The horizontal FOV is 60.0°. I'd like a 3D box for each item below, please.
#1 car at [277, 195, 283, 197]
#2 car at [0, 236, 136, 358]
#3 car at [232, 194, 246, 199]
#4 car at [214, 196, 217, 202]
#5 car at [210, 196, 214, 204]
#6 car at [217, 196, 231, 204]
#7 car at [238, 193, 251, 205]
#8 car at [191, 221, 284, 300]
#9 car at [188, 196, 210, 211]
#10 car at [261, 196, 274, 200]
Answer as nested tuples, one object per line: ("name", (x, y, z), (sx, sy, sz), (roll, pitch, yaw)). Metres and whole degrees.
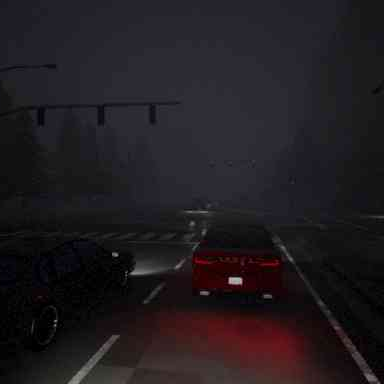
("car", (25.296, 1.477, 90.112), (5.008, 1.535, 1.882), (0, 0, -34))
("car", (-2.729, 1.547, 6.226), (2.033, 1.411, 5.357), (0, 0, 10))
("car", (12.397, 1.167, 87.672), (1.994, 1.385, 4.181), (0, 0, 39))
("car", (5.116, 1.524, 74.406), (1.812, 1.442, 4.674), (0, 0, 18))
("car", (2.368, 1.525, 61.336), (1.812, 1.442, 4.674), (0, 0, 9))
("car", (6.458, 1.477, 63.617), (1.882, 1.535, 5.008), (0, 0, 9))
("car", (9.536, 1.221, 60.736), (2.150, 2.045, 5.566), (0, 0, 9))
("car", (1.196, 1.478, 8.539), (1.882, 1.535, 5.008), (0, 0, 9))
("car", (0.633, 1.518, 40.875), (1.837, 1.490, 4.892), (-1, 0, -6))
("car", (20.990, 1.524, 91.265), (4.674, 1.442, 1.812), (0, 0, -37))
